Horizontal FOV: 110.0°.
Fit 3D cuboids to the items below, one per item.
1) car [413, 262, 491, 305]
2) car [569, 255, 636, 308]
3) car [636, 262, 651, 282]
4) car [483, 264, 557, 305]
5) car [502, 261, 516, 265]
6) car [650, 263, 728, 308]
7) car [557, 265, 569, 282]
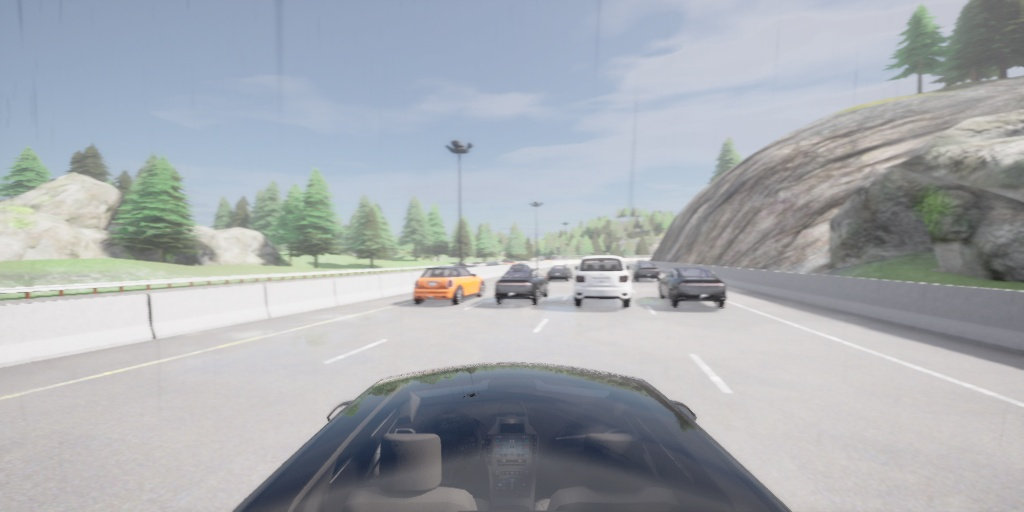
[{"bbox_3d":[-2.873,1.251,17.361,2.097,1.767,4.553,-1,-1,14],"label":"car"},{"bbox_3d":[3.902,1.006,15.616,2.150,2.045,5.566,-1,0,14],"label":"car"},{"bbox_3d":[10.988,1.276,29.588,2.128,1.511,4.902,-1,0,14],"label":"car"},{"bbox_3d":[0.577,1.339,16.718,2.128,1.511,4.902,-1,0,14],"label":"car"},{"bbox_3d":[0.802,1.458,32.131,1.837,1.490,4.892,-1,0,14],"label":"car"},{"bbox_3d":[7.369,1.227,15.029,2.128,1.511,4.902,-1,0,14],"label":"car"},{"bbox_3d":[4.193,1.459,31.260,1.994,1.385,4.181,-1,0,14],"label":"car"}]
